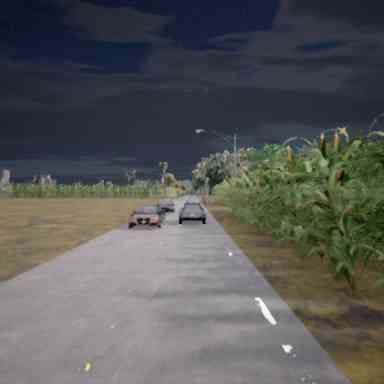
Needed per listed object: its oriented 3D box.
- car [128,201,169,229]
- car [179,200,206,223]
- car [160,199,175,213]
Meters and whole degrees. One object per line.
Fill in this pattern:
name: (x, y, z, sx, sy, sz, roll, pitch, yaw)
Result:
car: (-2.784, 1.526, 21.166, 1.994, 1.385, 4.181, 0, 0, 1)
car: (0.044, 1.520, 24.757, 1.994, 1.385, 4.181, 0, 0, 1)
car: (-2.766, 1.483, 35.621, 2.033, 1.411, 5.357, 0, 0, 1)
